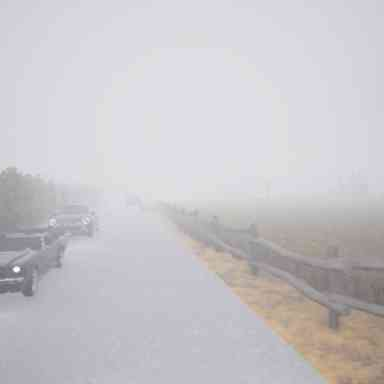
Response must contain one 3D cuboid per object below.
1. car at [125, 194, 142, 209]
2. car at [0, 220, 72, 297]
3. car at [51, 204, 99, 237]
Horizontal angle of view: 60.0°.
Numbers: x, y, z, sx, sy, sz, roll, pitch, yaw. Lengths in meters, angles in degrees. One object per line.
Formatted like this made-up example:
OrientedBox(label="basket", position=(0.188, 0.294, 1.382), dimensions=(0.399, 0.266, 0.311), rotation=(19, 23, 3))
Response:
OrientedBox(label="car", position=(-8.317, 1.321, 47.121), dimensions=(2.150, 2.045, 5.566), rotation=(-1, -1, -10))
OrientedBox(label="car", position=(-4.682, 1.699, 8.806), dimensions=(1.895, 1.301, 4.718), rotation=(-1, 0, -10))
OrientedBox(label="car", position=(-6.429, 1.474, 18.439), dimensions=(2.097, 1.767, 4.553), rotation=(-1, 0, -10))
